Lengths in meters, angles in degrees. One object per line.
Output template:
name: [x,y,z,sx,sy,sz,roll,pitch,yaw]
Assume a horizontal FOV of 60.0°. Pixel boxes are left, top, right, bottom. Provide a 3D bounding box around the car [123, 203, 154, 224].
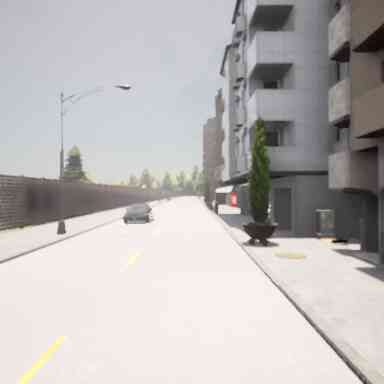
car: [-3.997,1.594,25.552,1.812,1.442,4.674,0,0,0]
